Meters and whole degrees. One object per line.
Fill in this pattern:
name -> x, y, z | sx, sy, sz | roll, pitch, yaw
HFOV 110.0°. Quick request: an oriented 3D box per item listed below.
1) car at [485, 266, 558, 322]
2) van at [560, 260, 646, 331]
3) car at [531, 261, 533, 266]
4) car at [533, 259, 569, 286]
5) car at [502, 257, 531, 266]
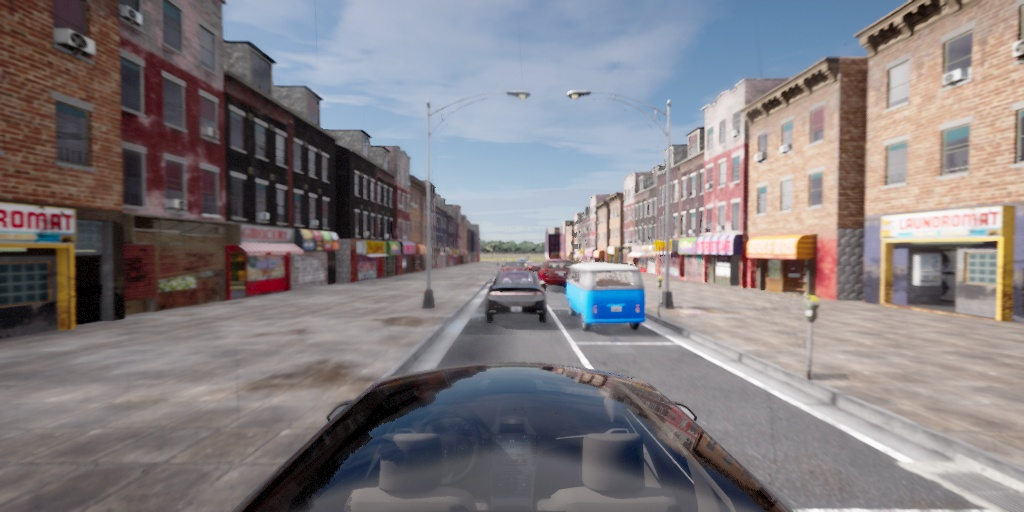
car -> 0.128, 1.260, 12.287 | 2.128, 1.511, 4.902 | 0, 0, 0
van -> 2.659, 1.113, 10.909 | 1.690, 1.789, 3.998 | 0, 0, 0
car -> 2.769, 1.413, 44.103 | 1.802, 1.307, 4.207 | 0, 0, 0
car -> 2.695, 1.106, 21.974 | 2.192, 1.841, 5.009 | 0, 0, 0
car -> 0.184, 1.150, 28.900 | 2.097, 1.767, 4.553 | 0, 0, 0
